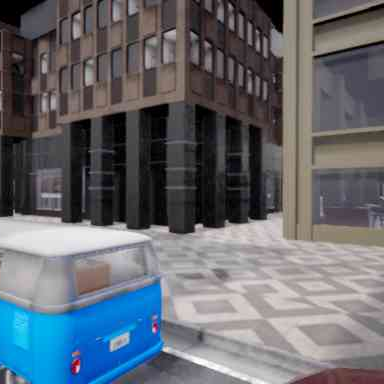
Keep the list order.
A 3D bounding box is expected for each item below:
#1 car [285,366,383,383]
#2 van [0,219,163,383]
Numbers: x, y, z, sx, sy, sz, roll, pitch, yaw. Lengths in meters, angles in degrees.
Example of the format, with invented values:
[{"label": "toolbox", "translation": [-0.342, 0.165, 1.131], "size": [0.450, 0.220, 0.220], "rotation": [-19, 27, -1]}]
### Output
[{"label": "car", "translation": [2.292, 1.583, 1.325], "size": [4.206, 1.307, 1.802], "rotation": [0, 0, 36]}, {"label": "van", "translation": [-2.268, 1.338, 4.578], "size": [3.998, 1.788, 1.690], "rotation": [0, 0, 36]}]
